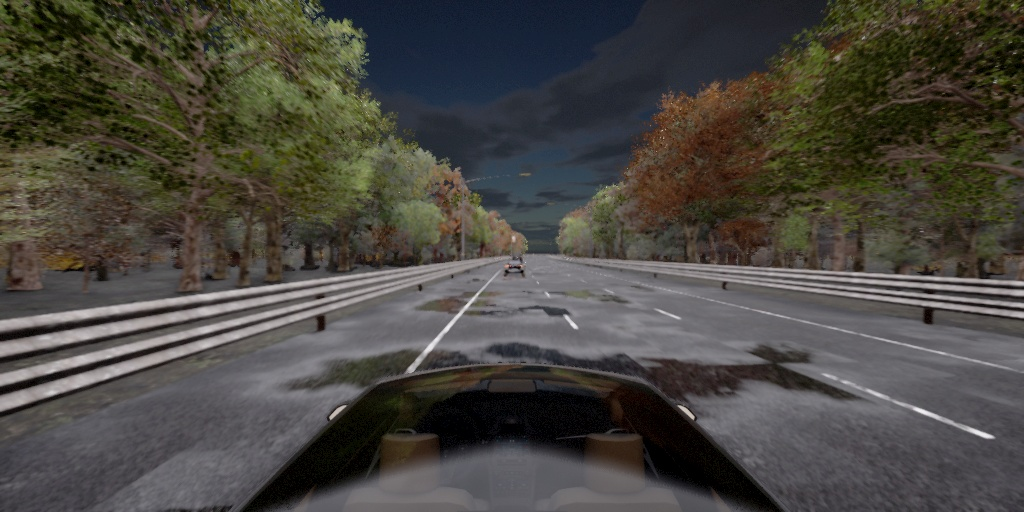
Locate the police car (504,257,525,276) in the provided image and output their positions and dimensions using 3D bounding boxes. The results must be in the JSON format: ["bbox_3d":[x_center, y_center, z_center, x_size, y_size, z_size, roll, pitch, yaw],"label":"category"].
[{"bbox_3d":[0.263,1.099,34.885,2.038,1.542,4.974,0,0,1],"label":"police car"}]
